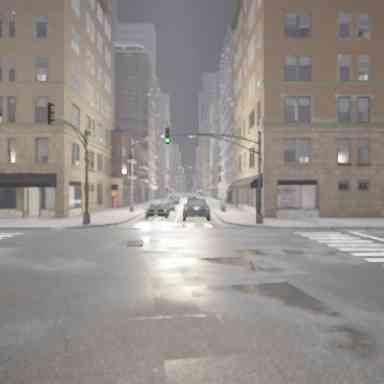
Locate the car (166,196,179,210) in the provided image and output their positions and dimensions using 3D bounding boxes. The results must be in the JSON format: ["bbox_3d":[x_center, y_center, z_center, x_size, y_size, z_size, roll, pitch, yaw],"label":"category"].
[{"bbox_3d":[-2.903,1.465,38.851,2.033,1.411,5.357,0,0,0],"label":"car"}]

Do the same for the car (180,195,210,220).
[{"bbox_3d":[0.330,1.294,27.133,2.097,1.767,4.553,0,0,0],"label":"car"}]

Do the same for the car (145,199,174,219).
[{"bbox_3d":[-2.858,1.540,28.514,1.895,1.301,4.718,0,0,0],"label":"car"}]

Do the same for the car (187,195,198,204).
[{"bbox_3d":[0.054,1.386,59.610,1.837,1.490,4.892,0,0,0],"label":"car"}]
